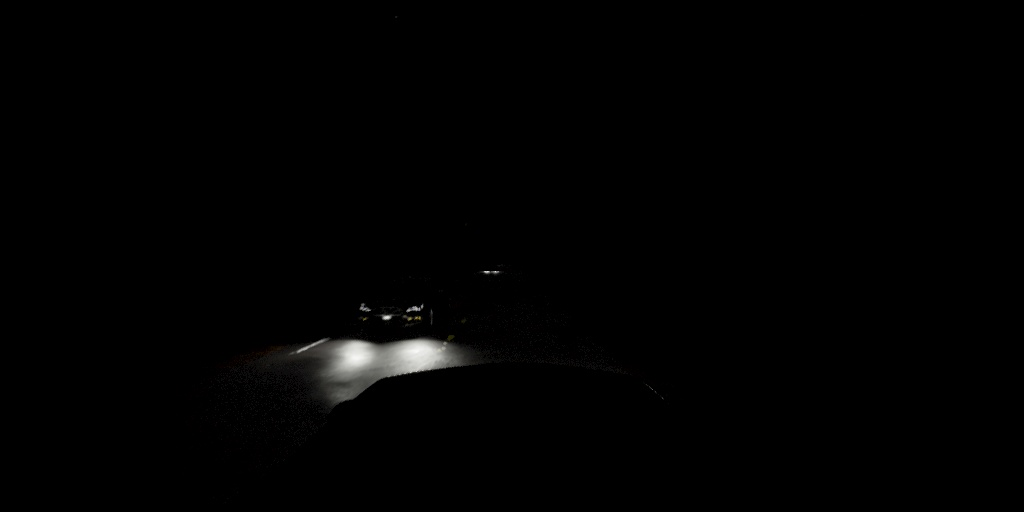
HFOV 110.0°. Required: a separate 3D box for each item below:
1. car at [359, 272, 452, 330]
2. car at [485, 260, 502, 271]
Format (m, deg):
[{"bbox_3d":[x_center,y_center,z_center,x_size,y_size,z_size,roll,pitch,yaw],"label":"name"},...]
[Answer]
[{"bbox_3d":[-3.103,1.282,11.319,1.837,1.490,4.892,0,0,0],"label":"car"},{"bbox_3d":[-3.067,1.605,54.846,2.033,1.411,5.357,0,-1,1],"label":"car"}]
